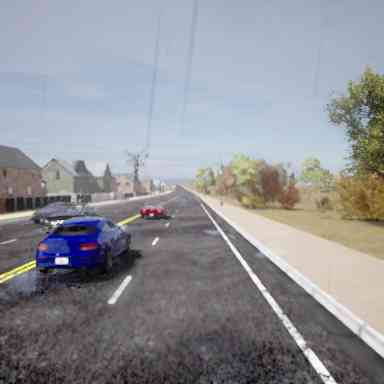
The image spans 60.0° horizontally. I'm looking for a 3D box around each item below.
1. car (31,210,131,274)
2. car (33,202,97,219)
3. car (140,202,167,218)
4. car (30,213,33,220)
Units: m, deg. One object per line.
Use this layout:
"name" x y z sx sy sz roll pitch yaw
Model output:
"car" -3.156 1.495 10.360 1.812 1.442 4.674 0 0 0
"car" -6.605 1.435 18.731 2.128 1.511 4.902 0 0 0
"car" -3.172 1.511 28.451 1.895 1.301 4.718 0 0 0
"car" -9.841 1.473 24.588 2.033 1.411 5.357 0 0 0
